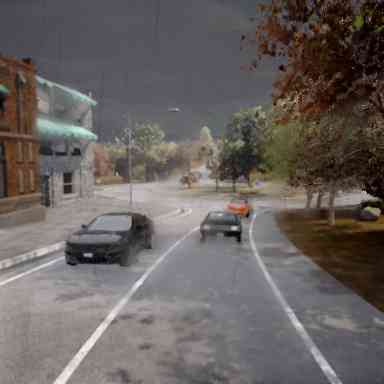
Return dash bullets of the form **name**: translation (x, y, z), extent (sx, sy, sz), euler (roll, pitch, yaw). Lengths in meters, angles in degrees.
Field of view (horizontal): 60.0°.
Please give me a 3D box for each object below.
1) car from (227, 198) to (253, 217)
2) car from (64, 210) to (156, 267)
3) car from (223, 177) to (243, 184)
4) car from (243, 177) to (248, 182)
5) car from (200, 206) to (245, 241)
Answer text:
- **car**: translation (4.643, 1.308, 31.957), extent (2.097, 1.767, 4.553), euler (2, 3, 15)
- **car**: translation (-2.567, 1.441, 11.515), extent (1.882, 1.535, 5.008), euler (1, 0, 6)
- **car**: translation (9.521, -2.740, 80.249), extent (4.181, 1.385, 1.994), euler (0, 5, 2)
- **car**: translation (11.979, -3.189, 84.775), extent (4.902, 1.511, 2.128), euler (4, 7, 38)
- **car**: translation (1.575, 1.621, 16.890), extent (1.895, 1.301, 4.718), euler (1, 0, 8)
